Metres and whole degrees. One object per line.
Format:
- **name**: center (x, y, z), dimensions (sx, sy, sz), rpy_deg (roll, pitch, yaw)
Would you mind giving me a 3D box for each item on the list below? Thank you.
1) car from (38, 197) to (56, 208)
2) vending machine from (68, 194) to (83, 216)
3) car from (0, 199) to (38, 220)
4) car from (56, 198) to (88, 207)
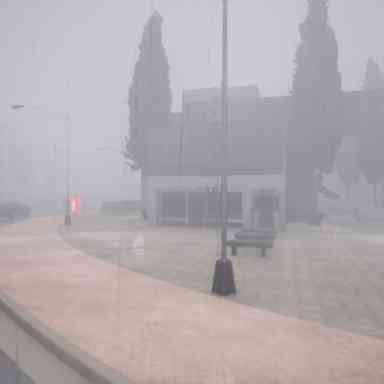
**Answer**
- **car**: center (-22.613, 1.593, 51.035), dimensions (2.128, 1.511, 4.902), rpy_deg (0, 0, 17)
- **vending machine**: center (-11.429, 1.280, 32.570), dimensions (1.100, 2.100, 0.880), rpy_deg (0, 0, 3)
- **car**: center (-15.499, 1.531, 28.525), dimensions (2.128, 1.511, 4.902), rpy_deg (0, 0, -5)
- **car**: center (-18.521, 1.612, 52.498), dimensions (1.882, 1.535, 5.008), rpy_deg (0, -1, 17)
